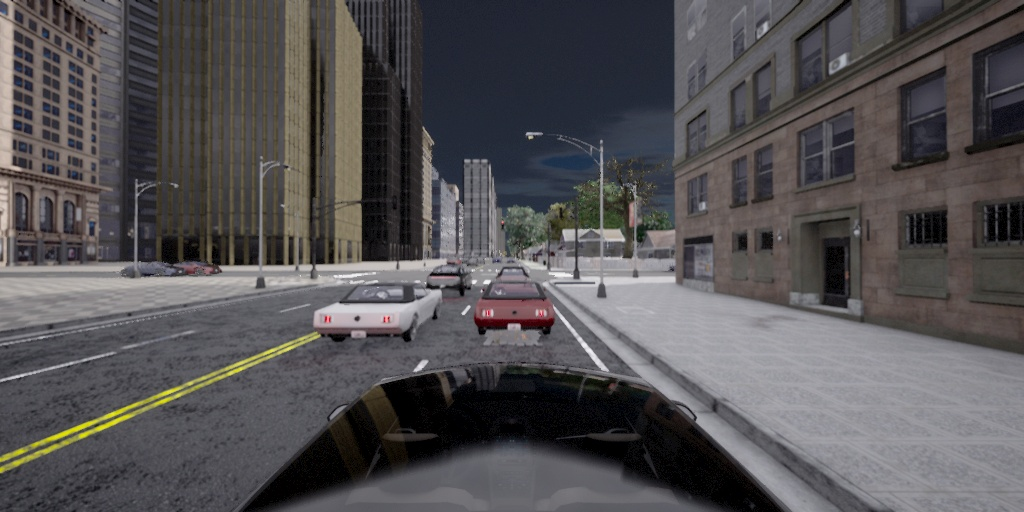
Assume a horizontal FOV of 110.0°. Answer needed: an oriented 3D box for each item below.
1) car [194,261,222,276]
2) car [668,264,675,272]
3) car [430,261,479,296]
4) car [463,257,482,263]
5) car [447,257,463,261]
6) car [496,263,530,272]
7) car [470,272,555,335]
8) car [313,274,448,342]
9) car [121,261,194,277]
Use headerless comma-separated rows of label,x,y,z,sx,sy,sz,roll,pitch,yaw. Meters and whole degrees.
car,-30.126,1.203,33.979,4.181,1.385,1.994,0,0,-4
car,20.670,1.161,41.382,5.008,1.535,1.882,0,0,0
car,-3.200,1.190,18.895,2.128,1.511,4.902,0,0,0
car,-6.735,1.074,61.377,1.837,1.490,4.892,0,0,0
car,-9.984,0.920,61.329,2.097,1.767,4.553,0,0,0
car,0.047,1.262,19.119,1.994,1.385,4.181,0,0,0
car,0.056,1.324,10.362,1.895,1.301,4.718,0,0,0
car,-3.177,1.328,9.642,1.895,1.301,4.718,0,0,0
car,-30.523,1.180,30.693,4.181,1.385,1.994,0,0,-4
